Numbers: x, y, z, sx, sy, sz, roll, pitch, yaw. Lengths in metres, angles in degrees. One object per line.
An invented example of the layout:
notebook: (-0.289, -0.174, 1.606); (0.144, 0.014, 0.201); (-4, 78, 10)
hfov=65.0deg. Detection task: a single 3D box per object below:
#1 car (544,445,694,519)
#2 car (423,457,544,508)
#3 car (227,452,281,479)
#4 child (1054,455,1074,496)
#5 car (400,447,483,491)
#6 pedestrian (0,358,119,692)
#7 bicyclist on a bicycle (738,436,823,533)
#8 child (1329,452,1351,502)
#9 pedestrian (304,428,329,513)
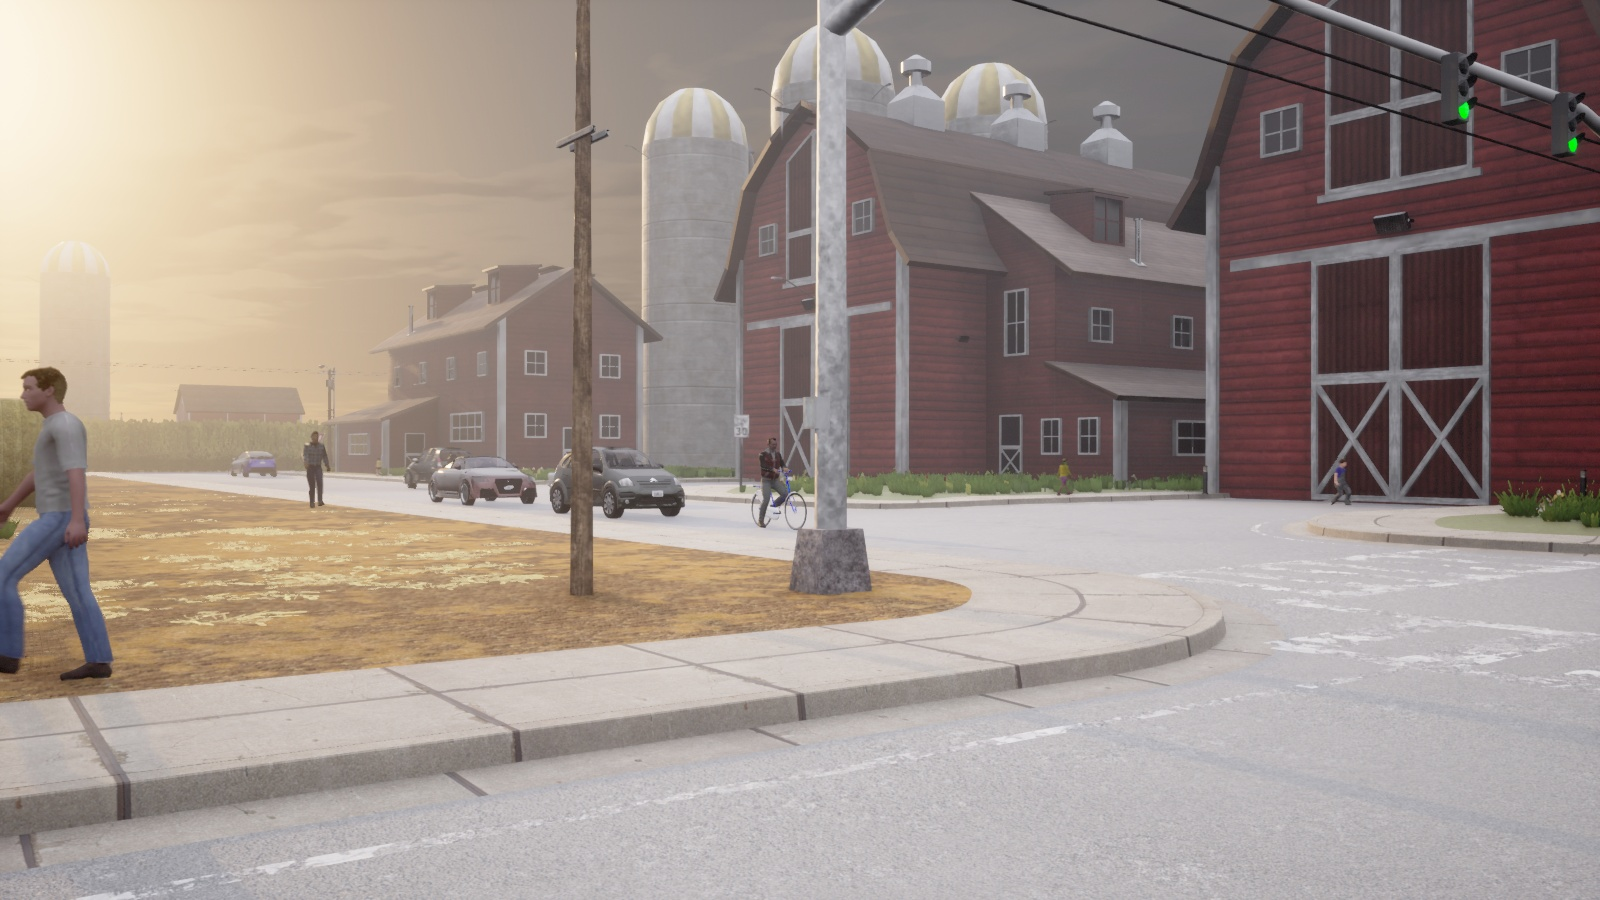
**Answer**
car: (-4.310, 0.697, 29.434); (1.851, 1.617, 3.988); (0, 0, -36)
car: (-9.154, 0.890, 36.138); (1.994, 1.385, 4.181); (0, 0, -36)
car: (-32.143, 0.914, 73.875); (2.007, 1.525, 4.514); (0, 0, -36)
child: (7.467, 0.710, 35.563); (0.473, 1.160, 0.299); (0, 0, -22)
car: (-13.931, 0.718, 48.694); (1.851, 1.617, 3.988); (-1, 0, -36)
pedestrian: (-4.295, 0.412, 7.166); (0.706, 1.836, 0.354); (0, 0, -31)
bicyclist on a bicycle: (-0.399, 0.641, 24.027); (0.659, 1.776, 1.843); (-1, 0, -36)
child: (13.886, 0.694, 32.274); (0.270, 1.263, 0.437); (0, 0, -27)
pedestrian: (-11.187, 0.465, 29.067); (0.423, 1.949, 0.788); (0, 0, -31)
